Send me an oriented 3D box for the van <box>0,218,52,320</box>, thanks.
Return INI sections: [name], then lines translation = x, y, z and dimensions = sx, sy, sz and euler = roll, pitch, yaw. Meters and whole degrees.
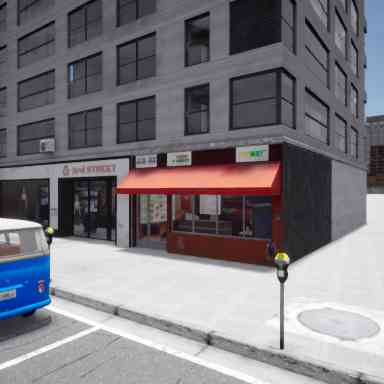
[van]
translation = -4.327, 1.341, 6.165
dimensions = 3.998, 1.788, 1.690
euler = 0, 0, 36
